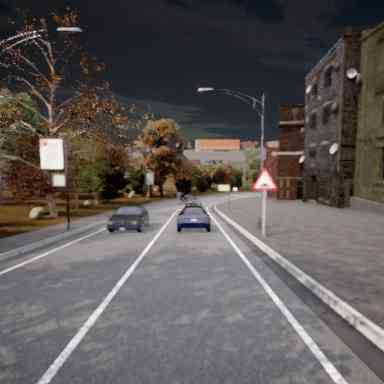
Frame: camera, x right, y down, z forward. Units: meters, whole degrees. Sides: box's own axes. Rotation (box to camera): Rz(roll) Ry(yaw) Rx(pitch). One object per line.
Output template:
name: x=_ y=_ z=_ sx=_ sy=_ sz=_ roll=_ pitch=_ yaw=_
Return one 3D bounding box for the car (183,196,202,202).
car: x=0.266 y=1.531 z=40.699 sx=1.895 sy=1.301 sz=4.718 roll=0 pitch=0 yaw=2

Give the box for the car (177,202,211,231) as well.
car: x=0.101 y=1.526 z=20.435 sx=1.994 sy=1.385 sz=4.181 roll=0 pitch=0 yaw=0

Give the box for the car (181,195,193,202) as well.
car: x=-0.620 y=1.201 z=62.162 sx=1.994 sy=1.385 sz=4.181 roll=1 pitch=2 yaw=13

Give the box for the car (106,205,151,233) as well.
car: x=-3.598 y=1.511 z=19.788 sx=2.033 sy=1.411 sz=5.357 roll=0 pitch=0 yaw=0
